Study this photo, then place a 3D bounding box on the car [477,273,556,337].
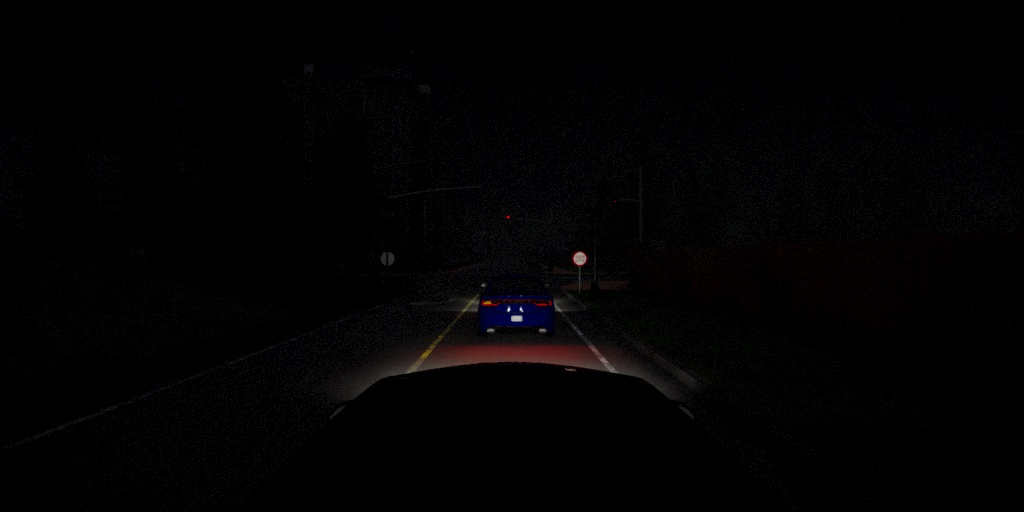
[{"bbox_3d":[0.101,1.228,10.379,1.882,1.535,5.008,0,0,0],"label":"car"}]
